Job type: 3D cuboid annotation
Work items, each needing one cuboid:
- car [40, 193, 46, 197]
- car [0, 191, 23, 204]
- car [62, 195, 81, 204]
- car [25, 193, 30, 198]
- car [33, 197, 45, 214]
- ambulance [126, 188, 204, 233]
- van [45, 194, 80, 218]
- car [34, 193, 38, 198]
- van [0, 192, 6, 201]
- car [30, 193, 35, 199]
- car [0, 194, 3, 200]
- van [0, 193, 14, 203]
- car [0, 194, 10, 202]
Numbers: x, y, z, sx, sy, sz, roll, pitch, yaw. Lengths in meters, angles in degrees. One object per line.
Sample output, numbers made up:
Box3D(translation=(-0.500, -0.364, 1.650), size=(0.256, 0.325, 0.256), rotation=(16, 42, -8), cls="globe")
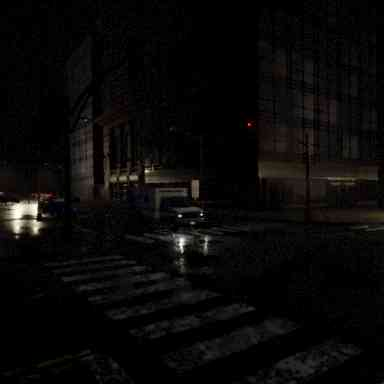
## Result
Box3D(translation=(-30.461, 1.113, 70.840), size=(1.802, 1.307, 4.206), rotation=(-1, 1, -35), cls="car")
Box3D(translation=(-30.870, 1.042, 56.689), size=(2.192, 1.841, 5.009), rotation=(-1, 1, -35), cls="car")
Box3D(translation=(-20.650, 1.188, 57.022), size=(1.887, 1.381, 4.507), rotation=(-1, 1, -35), cls="car")
Box3D(translation=(-40.273, 0.969, 84.657), size=(2.008, 1.369, 4.403), rotation=(-1, 1, -35), cls="car")
Box3D(translation=(-14.517, 1.477, 33.663), size=(1.802, 1.307, 4.206), rotation=(-1, 1, -35), cls="car")
Box3D(translation=(-1.796, 0.977, 20.663), size=(2.351, 2.431, 6.366), rotation=(-1, 1, -35), cls="ambulance")
Box3D(translation=(-11.248, 1.266, 29.055), size=(1.690, 1.788, 3.998), rotation=(-1, 1, -35), cls="van")
Box3D(translation=(-33.732, 1.044, 75.445), size=(2.008, 1.369, 4.403), rotation=(-1, 1, -35), cls="car")
Box3D(translation=(-40.681, 0.955, 70.506), size=(1.690, 1.788, 3.998), rotation=(-1, 1, -35), cls="van")
Box3D(translation=(-37.003, 0.896, 80.050), size=(1.967, 1.590, 4.097), rotation=(-1, 1, -35), cls="car")
Box3D(translation=(-43.951, 1.142, 75.113), size=(1.947, 1.339, 4.313), rotation=(-1, 1, -35), cls="car")
Box3D(translation=(-34.140, 1.030, 61.295), size=(1.690, 1.788, 3.998), rotation=(-1, 1, -35), cls="van")
Box3D(translation=(-37.410, 1.196, 65.902), size=(1.887, 1.381, 4.507), rotation=(-1, 1, -35), cls="car")
